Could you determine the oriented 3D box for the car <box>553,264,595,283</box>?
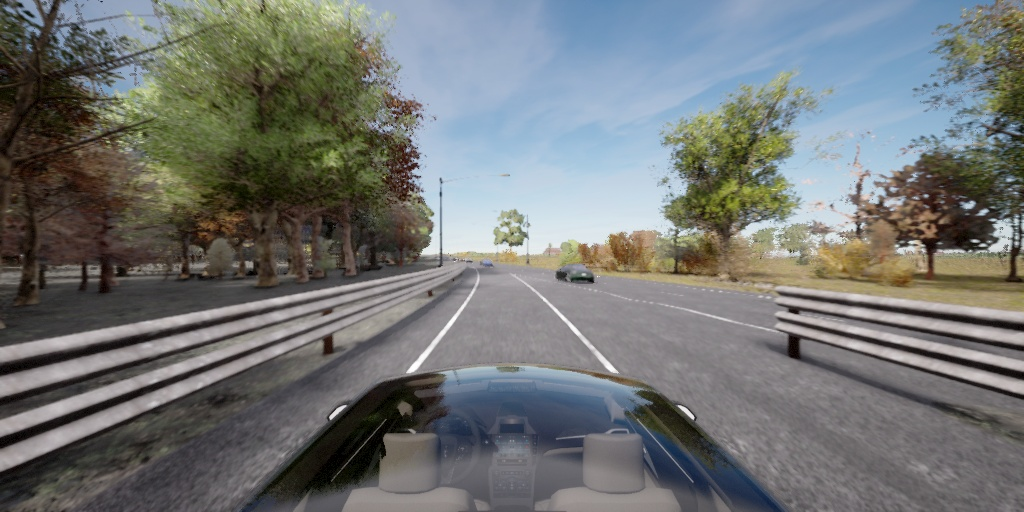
[{"bbox_3d":[4.728,1.308,27.882,1.994,1.385,4.181,1,0,-14],"label":"car"}]
